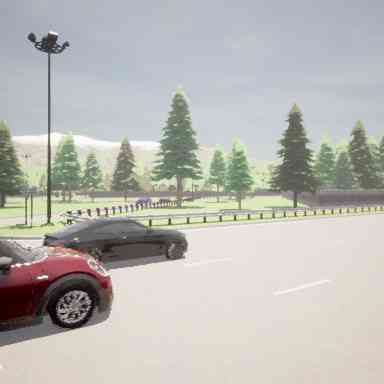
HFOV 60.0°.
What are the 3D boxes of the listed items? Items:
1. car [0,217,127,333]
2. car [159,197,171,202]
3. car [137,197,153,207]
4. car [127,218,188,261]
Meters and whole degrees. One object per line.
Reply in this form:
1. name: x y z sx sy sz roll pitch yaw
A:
1. car: -3.659 1.351 5.436 4.553 1.767 2.097 0 0 -35
2. car: -5.648 1.601 69.805 1.895 1.301 4.718 0 0 5
3. car: -7.387 1.525 52.519 1.812 1.442 4.674 0 0 7
4. car: -2.324 1.525 10.679 4.674 1.442 1.812 0 0 -35
